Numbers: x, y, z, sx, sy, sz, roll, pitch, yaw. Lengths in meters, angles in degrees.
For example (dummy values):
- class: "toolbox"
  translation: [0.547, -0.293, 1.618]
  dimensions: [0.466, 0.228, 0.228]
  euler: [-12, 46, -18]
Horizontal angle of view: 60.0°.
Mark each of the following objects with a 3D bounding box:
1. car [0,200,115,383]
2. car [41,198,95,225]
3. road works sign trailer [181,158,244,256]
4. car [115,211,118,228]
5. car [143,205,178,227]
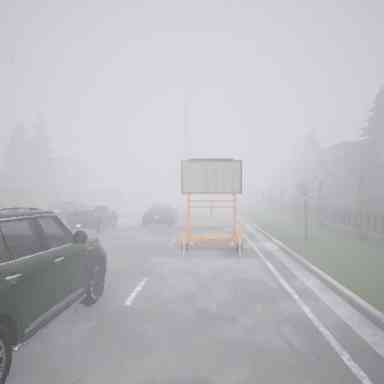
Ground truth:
- class: "car"
  translation: [-3.041, 1.225, 4.942]
  dimensions: [2.150, 2.045, 5.566]
  euler: [0, 0, 3]
- class: "car"
  translation: [-9.050, 1.369, 24.710]
  dimensions: [2.097, 1.767, 4.553]
  euler: [0, 0, 3]
- class: "road works sign trailer"
  translation: [0.785, 0.473, 13.277]
  dimensions: [2.380, 3.560, 2.880]
  euler: [0, 0, 3]
- class: "car"
  translation: [-5.795, 1.518, 19.780]
  dimensions: [1.837, 1.490, 4.892]
  euler: [0, 0, 3]
- class: "car"
  translation: [-2.123, 1.580, 23.077]
  dimensions: [1.994, 1.385, 4.181]
  euler: [0, 0, 3]
